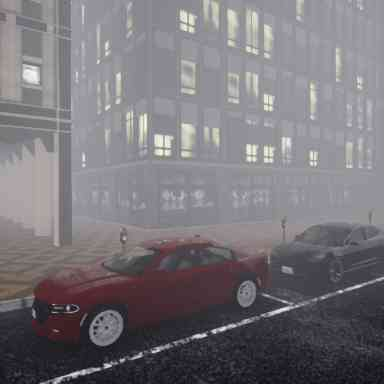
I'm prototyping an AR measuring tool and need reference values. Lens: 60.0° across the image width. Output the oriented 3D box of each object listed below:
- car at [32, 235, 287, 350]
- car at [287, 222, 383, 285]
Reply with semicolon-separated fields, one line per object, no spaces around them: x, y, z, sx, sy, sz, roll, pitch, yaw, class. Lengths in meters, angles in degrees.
-0.500;1.544;6.206;4.507;1.381;1.887;0;0;-35;car
4.139;1.564;9.513;4.313;1.339;1.947;0;0;-35;car
